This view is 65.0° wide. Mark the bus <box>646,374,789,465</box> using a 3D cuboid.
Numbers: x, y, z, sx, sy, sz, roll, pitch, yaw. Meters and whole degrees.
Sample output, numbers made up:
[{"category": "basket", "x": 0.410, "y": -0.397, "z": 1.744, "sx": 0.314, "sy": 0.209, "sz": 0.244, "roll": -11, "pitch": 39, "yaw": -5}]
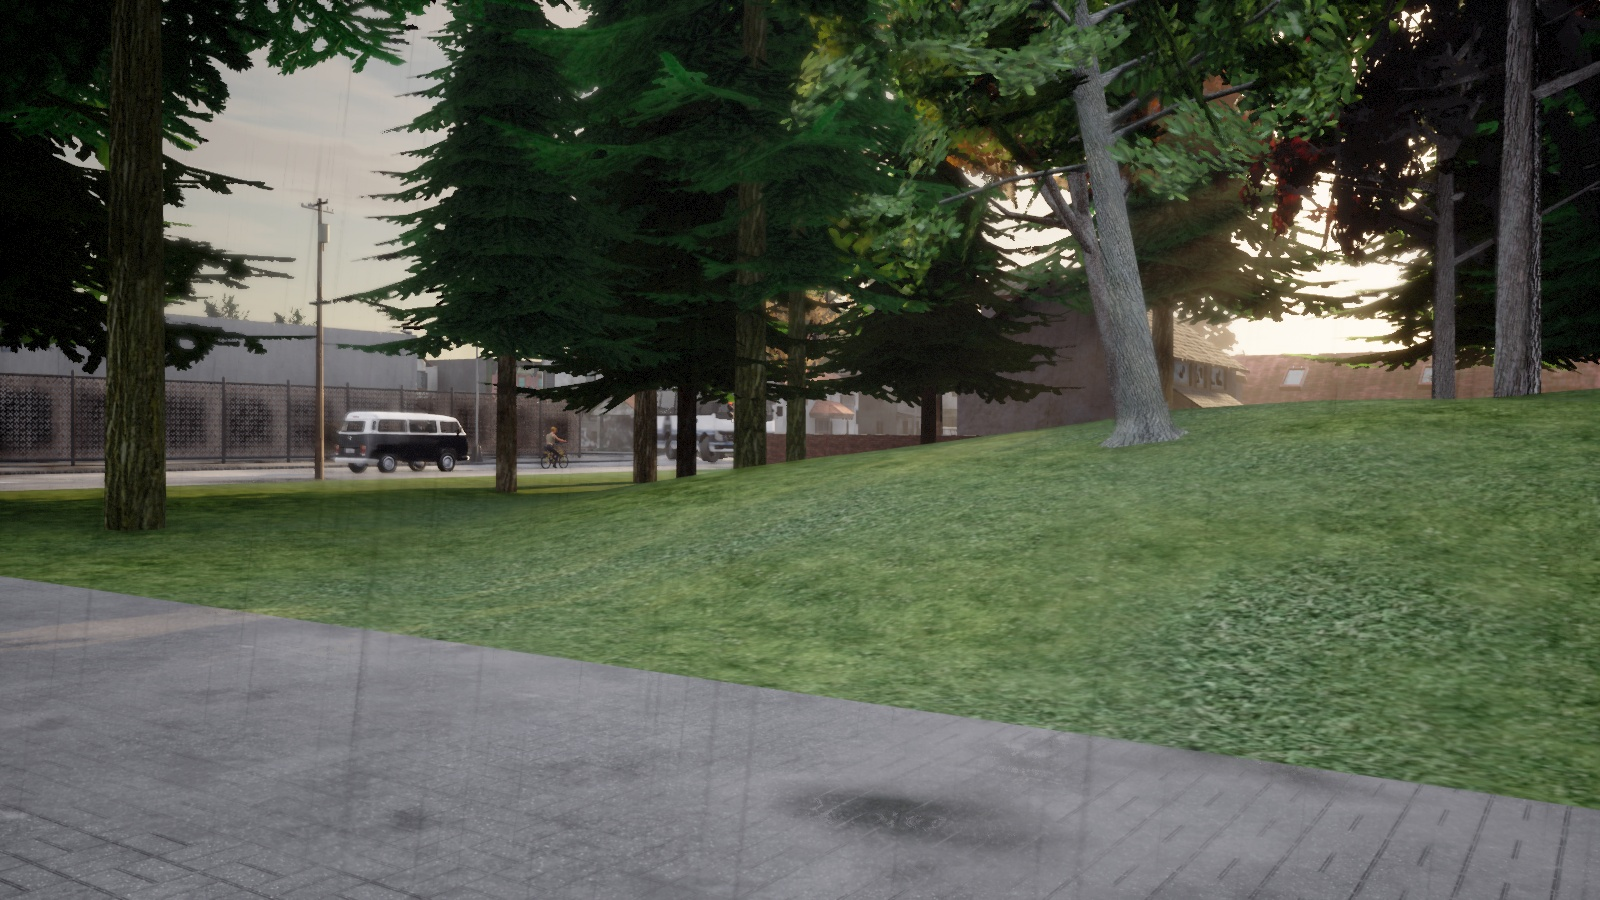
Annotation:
[{"category": "bus", "x": -4.428, "y": -1.482, "z": 64.235, "sx": 3.944, "sy": 4.253, "sz": 10.273, "roll": 0, "pitch": 1, "yaw": -24}]

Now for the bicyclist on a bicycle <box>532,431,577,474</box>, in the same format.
[{"category": "bicyclist on a bicycle", "x": -9.428, "y": 0.094, "z": 48.303, "sx": 0.866, "sy": 1.612, "sz": 1.509, "roll": 0, "pitch": 1, "yaw": 33}]

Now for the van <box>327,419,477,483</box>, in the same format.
[{"category": "van", "x": -13.355, "y": -0.003, "z": 42.402, "sx": 2.069, "sy": 2.038, "sz": 4.480, "roll": 0, "pitch": 1, "yaw": 34}]
